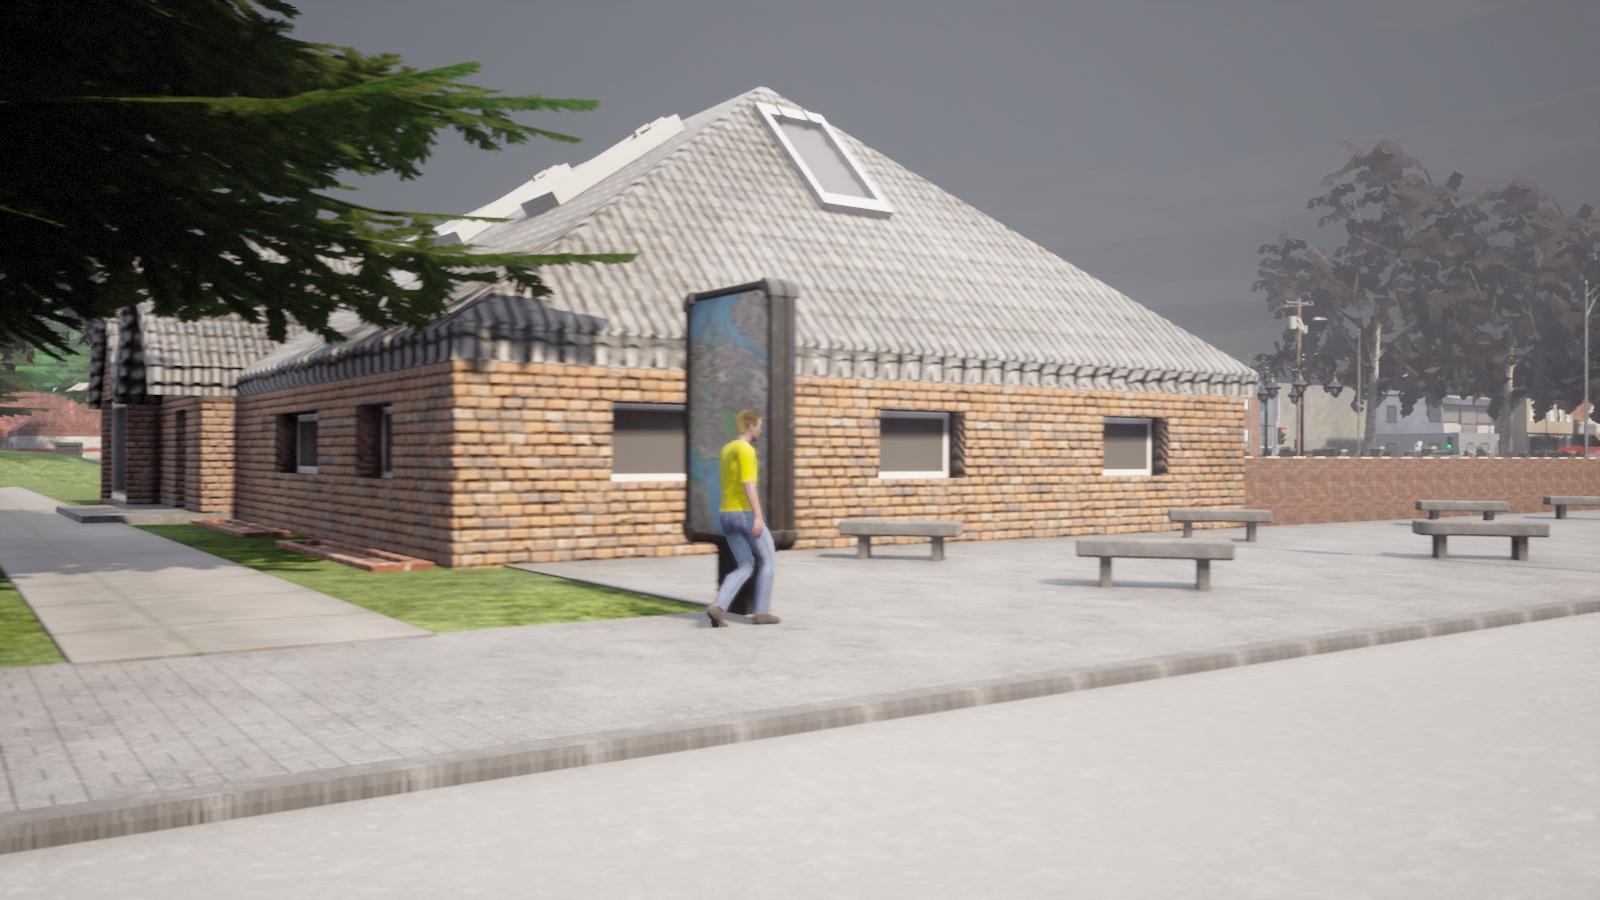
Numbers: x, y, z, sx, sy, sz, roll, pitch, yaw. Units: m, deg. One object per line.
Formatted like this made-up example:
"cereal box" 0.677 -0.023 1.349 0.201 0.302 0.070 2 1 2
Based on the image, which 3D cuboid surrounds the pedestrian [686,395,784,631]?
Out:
"pedestrian" -0.519 0.489 10.103 0.706 1.836 0.354 0 0 -34
